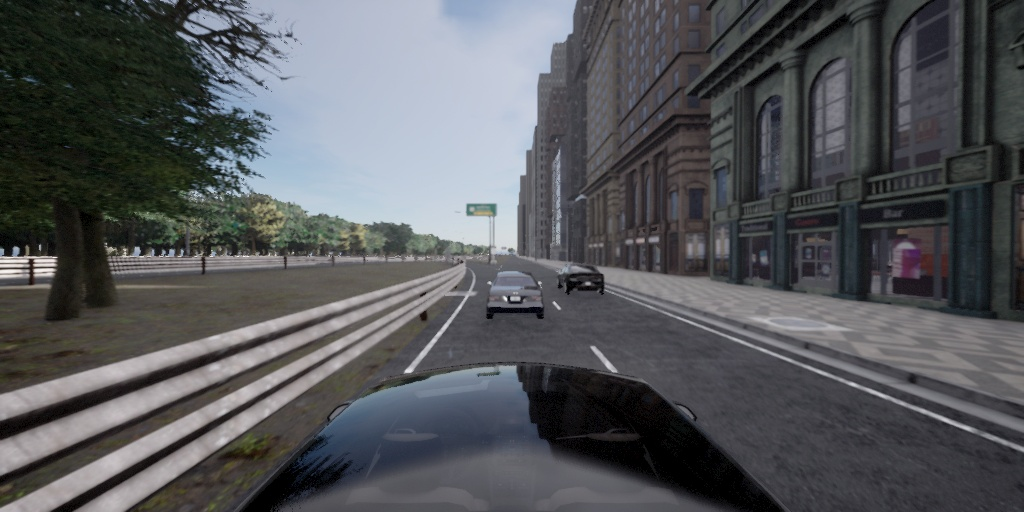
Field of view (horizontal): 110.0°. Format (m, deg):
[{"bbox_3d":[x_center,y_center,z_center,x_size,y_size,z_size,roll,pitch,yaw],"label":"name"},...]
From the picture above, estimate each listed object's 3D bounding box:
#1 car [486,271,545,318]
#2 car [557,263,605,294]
[{"bbox_3d":[0.095,1.242,12.651,2.033,1.411,5.357,0,0,0],"label":"car"},{"bbox_3d":[3.593,1.143,19.422,1.882,1.535,5.008,0,0,0],"label":"car"}]
